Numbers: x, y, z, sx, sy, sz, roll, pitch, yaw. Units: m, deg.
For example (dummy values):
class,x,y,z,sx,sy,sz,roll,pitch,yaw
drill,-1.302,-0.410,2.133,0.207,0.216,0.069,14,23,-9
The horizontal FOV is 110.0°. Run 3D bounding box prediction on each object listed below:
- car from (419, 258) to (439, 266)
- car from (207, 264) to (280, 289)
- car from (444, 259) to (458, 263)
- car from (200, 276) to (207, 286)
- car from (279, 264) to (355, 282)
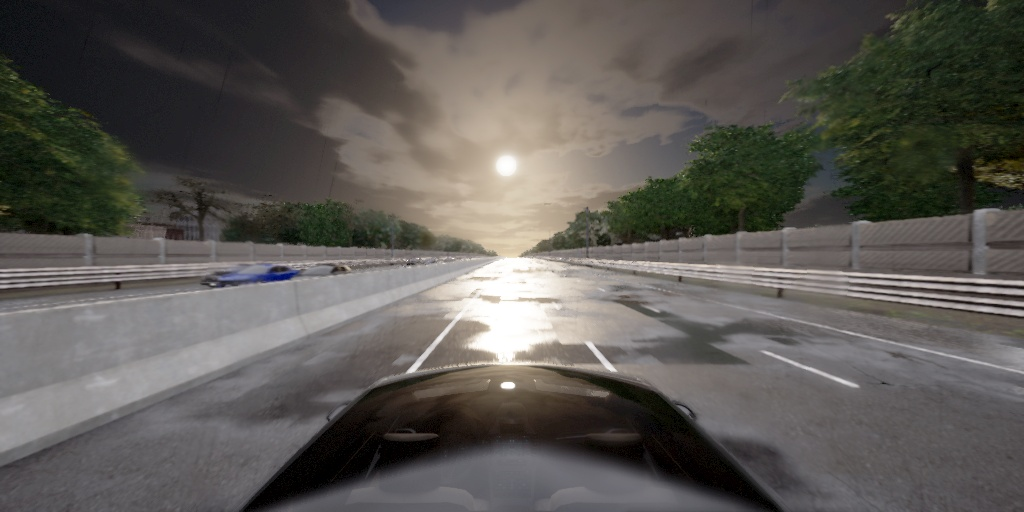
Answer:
class,x,y,z,sx,sy,sz,roll,pitch,yaw
car,-14.005,1.086,62.277,2.128,1.511,4.902,0,0,1
car,-14.087,1.213,20.330,1.882,1.535,5.008,0,0,0
car,-10.497,1.138,62.276,2.033,1.411,5.357,0,0,0
car,-17.577,1.276,23.765,2.033,1.411,5.357,0,0,0
car,-10.586,1.240,20.359,1.837,1.490,4.892,0,0,0
